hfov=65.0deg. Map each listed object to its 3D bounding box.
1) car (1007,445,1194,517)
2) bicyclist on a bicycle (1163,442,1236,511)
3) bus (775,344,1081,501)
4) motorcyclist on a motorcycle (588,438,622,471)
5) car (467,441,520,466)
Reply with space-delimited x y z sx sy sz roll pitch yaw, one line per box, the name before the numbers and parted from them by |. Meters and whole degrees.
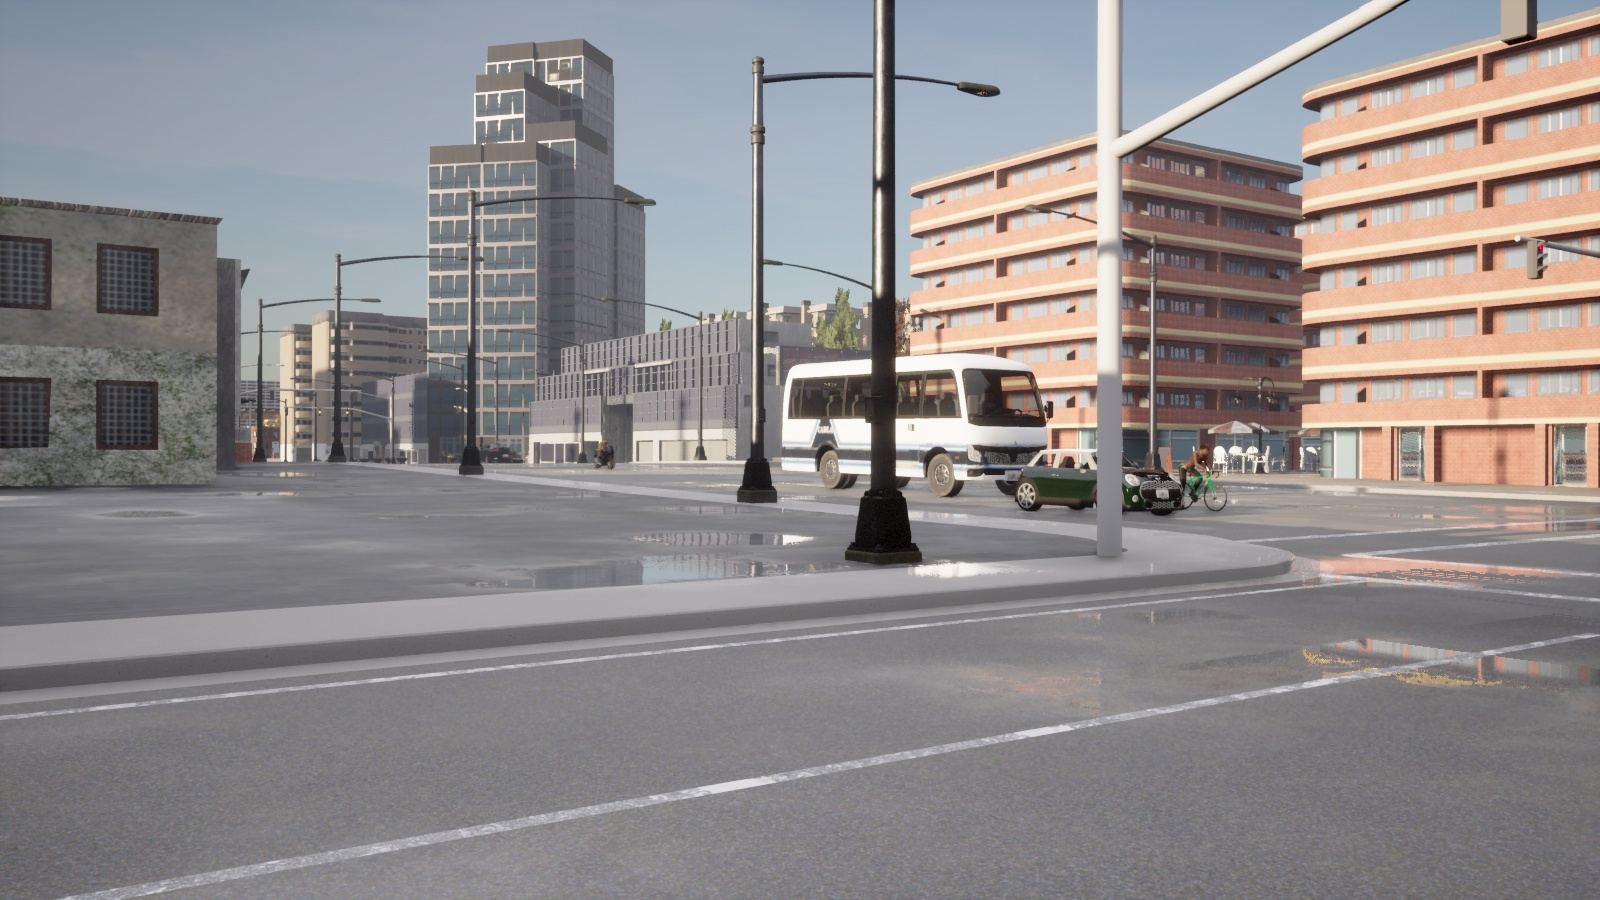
car | 6.768 0.646 28.573 1.970 1.475 3.806 0 1 -33
bicyclist on a bicycle | 9.688 0.629 30.501 0.582 1.620 1.656 0 1 -34
bus | 3.641 -0.822 39.568 3.944 4.253 10.273 0 1 -34
motorcyclist on a motorcycle | -9.114 0.207 58.698 0.797 1.523 2.044 0 1 -34
car | -22.265 0.274 91.039 2.152 1.651 5.027 0 -2 -34
